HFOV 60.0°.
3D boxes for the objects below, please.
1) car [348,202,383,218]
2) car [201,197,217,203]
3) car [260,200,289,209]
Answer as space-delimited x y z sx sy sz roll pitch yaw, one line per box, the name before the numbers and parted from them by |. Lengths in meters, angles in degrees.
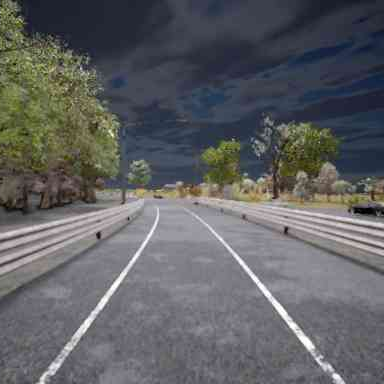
car | 18.751 1.751 34.757 1.882 1.535 5.008 0 0 -24
car | 3.604 1.658 68.630 2.033 1.411 5.357 0 0 -24
car | 12.210 1.798 49.388 1.895 1.301 4.718 0 0 -24
